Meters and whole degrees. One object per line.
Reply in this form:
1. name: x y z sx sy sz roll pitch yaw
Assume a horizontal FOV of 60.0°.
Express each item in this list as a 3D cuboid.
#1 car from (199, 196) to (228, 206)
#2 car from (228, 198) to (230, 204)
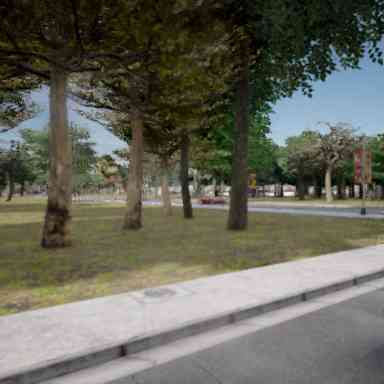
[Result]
1. car: 3.124 1.457 55.226 1.882 1.535 5.008 0 0 -35
2. car: 5.289 1.501 57.806 1.812 1.442 4.674 0 0 -35
